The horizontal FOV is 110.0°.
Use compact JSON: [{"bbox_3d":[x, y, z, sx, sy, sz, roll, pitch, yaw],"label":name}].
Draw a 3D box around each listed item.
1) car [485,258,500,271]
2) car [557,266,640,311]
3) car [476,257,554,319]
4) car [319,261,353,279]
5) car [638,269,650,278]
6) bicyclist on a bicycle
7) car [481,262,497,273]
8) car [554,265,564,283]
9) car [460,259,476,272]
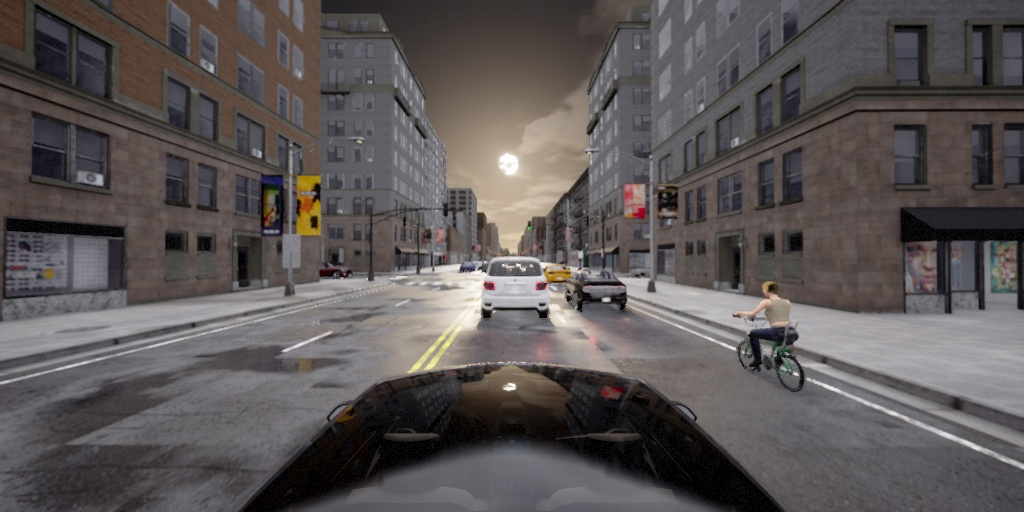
[{"bbox_3d":[-3.310,1.378,61.654,2.150,2.045,5.566,0,0,0],"label":"car"},{"bbox_3d":[3.342,1.329,14.999,2.128,1.511,4.902,0,0,1],"label":"car"},{"bbox_3d":[0.104,1.052,13.320,2.150,2.045,5.566,0,0,0],"label":"car"},{"bbox_3d":[-18.096,1.304,35.096,4.553,1.767,2.097,0,-1,0],"label":"car"},{"bbox_3d":[15.059,1.642,37.894,4.718,1.301,1.895,0,-1,1],"label":"car"},{"bbox_3d":[4.129,1.213,5.805,0.866,1.612,1.509,0,0,0],"label":"bicyclist on a bicycle"},{"bbox_3d":[-3.326,1.657,52.310,1.994,1.385,4.181,0,0,0],"label":"car"},{"bbox_3d":[3.322,1.398,27.219,1.882,1.535,5.008,0,0,0],"label":"car"},{"bbox_3d":[-6.582,1.578,53.328,1.882,1.535,5.008,0,0,0],"label":"car"}]
